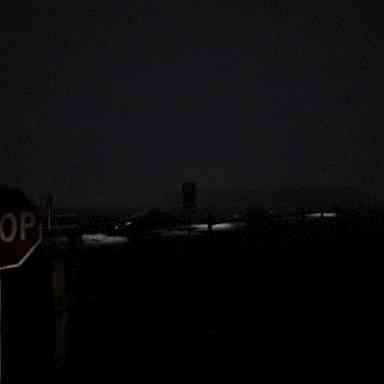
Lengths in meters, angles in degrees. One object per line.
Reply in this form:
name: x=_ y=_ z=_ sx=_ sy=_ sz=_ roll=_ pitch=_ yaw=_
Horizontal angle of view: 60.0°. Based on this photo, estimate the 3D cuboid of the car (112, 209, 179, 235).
car: x=-2.844 y=1.838 z=21.203 sx=1.812 sy=1.442 sz=4.674 roll=-1 pitch=-1 yaw=42

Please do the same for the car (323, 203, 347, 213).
car: x=19.868 y=2.214 z=46.264 sx=1.895 sy=1.301 sz=4.718 roll=-1 pitch=-1 yaw=42

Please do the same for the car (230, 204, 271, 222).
car: x=5.392 y=1.908 z=30.335 sx=2.128 sy=1.511 sz=4.902 roll=-1 pitch=-1 yaw=42
